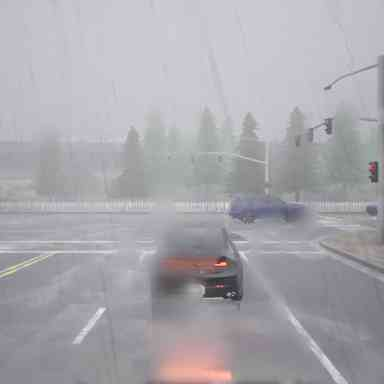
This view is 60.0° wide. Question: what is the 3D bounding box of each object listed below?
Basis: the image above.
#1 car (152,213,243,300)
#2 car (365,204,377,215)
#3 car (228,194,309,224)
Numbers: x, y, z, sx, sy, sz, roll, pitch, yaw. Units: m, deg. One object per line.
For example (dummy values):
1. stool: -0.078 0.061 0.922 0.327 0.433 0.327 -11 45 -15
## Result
1. car: 0.173 1.505 8.368 1.837 1.490 4.892 0 0 2
2. car: 18.739 1.422 30.740 5.008 1.535 1.882 0 0 1
3. car: 5.343 1.179 23.651 5.566 2.045 2.150 0 0 0
